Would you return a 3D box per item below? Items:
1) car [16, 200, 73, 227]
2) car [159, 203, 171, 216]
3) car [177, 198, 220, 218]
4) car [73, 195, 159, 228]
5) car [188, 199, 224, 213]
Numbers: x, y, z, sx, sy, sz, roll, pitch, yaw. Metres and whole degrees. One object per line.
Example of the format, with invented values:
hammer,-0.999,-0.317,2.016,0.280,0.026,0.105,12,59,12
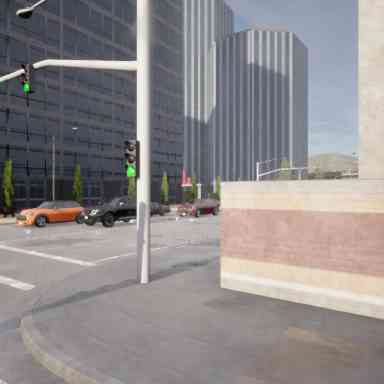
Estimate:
car,-9.701,1.407,23.169,2.097,1.767,4.553,0,0,36
car,-4.175,1.603,30.864,2.033,1.411,5.357,0,0,36
car,0.584,1.407,31.485,2.097,1.767,4.553,0,0,36
car,-5.145,1.277,23.516,2.150,2.045,5.566,0,0,36
car,1.750,1.560,39.094,1.837,1.490,4.892,0,0,36
